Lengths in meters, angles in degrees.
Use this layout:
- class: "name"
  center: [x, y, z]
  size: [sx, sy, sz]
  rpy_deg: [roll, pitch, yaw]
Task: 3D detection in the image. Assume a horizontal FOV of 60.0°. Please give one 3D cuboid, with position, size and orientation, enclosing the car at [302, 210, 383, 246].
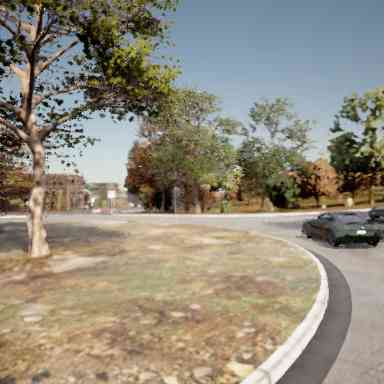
- class: "car"
  center: [6.807, 1.637, 15.633]
  size: [1.994, 1.385, 4.181]
  rpy_deg: [0, -1, -4]

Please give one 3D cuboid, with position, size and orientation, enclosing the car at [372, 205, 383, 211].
- class: "car"
  center: [15.960, 1.678, 27.239]
  size: [1.895, 1.301, 4.718]
  rpy_deg: [-1, 0, 39]
